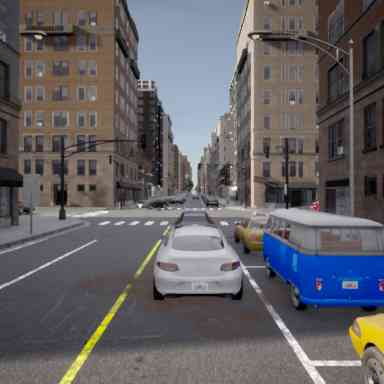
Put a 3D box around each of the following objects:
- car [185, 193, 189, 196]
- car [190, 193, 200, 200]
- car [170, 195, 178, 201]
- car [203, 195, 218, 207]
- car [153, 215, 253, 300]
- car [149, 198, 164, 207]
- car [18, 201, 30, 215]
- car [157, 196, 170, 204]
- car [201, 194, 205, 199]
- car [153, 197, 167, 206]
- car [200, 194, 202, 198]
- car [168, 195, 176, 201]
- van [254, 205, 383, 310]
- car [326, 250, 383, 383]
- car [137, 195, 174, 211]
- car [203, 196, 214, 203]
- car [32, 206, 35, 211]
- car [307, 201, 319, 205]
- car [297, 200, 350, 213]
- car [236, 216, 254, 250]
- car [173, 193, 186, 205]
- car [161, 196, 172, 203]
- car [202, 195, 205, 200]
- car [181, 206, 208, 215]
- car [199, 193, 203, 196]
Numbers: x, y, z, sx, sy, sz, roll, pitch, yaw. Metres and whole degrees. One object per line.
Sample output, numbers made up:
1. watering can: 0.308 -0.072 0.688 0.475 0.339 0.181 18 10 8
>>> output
1. car: -2.276 1.475 72.400 1.882 1.535 5.008 0 0 1
2. car: 1.008 1.514 91.881 1.812 1.442 4.674 0 0 1
3. car: -4.875 1.557 89.654 1.947 1.339 4.313 1 0 1
4. car: 3.084 1.566 50.832 1.947 1.339 4.313 1 0 1
5. car: 0.093 1.526 8.283 1.812 1.442 4.674 0 0 -1
6. car: -5.441 1.583 50.953 1.802 1.307 4.206 1 0 1
7. car: -17.232 1.360 29.163 4.674 1.442 1.812 0 -1 2
8. car: -5.279 1.550 62.010 2.008 1.369 4.403 1 0 1
9. car: 3.246 1.549 61.892 2.008 1.369 4.403 1 0 1
10. car: -5.360 1.566 56.481 1.947 1.339 4.313 1 0 1
11. car: 3.488 1.560 78.483 1.947 1.339 4.313 1 0 1
12. car: -4.957 1.519 83.955 1.752 1.417 4.829 1 0 1
13. van: 2.691 1.342 7.496 1.690 1.788 3.998 1 0 0
14. car: 2.679 1.525 1.992 1.752 1.417 4.829 1 0 0
15. car: -4.888 1.495 41.858 2.128 1.511 4.902 1 0 32
16. car: 3.327 1.542 67.422 1.887 1.381 4.507 1 0 1
17. car: -17.899 1.366 32.412 4.892 1.490 1.837 0 -1 0
18. car: 15.621 1.353 35.582 5.566 2.045 2.150 0 -1 0
19. car: 15.272 1.709 38.830 5.357 1.411 2.033 0 -1 0
20. car: 2.700 1.526 13.339 1.752 1.417 4.829 1 0 0
21. car: -2.573 1.477 57.856 1.882 1.535 5.008 0 0 1
22. car: -5.198 1.543 67.539 1.887 1.381 4.507 1 0 1
23. car: 3.165 1.544 56.362 1.887 1.381 4.507 1 0 1
24. car: 0.120 1.565 15.682 1.994 1.385 4.181 0 0 0
25. car: 3.650 1.541 89.543 2.008 1.369 4.403 1 0 1
